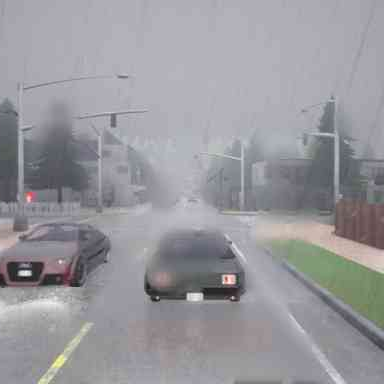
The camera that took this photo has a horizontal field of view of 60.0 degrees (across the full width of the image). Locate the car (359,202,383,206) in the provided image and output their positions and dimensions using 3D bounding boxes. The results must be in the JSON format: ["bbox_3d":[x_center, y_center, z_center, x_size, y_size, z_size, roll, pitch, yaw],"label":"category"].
[{"bbox_3d":[15.313,1.582,29.278,4.718,1.301,1.895,0,0,-8],"label":"car"}]

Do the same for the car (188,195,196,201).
[{"bbox_3d":[0.039,1.478,81.486,1.882,1.535,5.008,0,0,0],"label":"car"}]

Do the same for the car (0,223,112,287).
[{"bbox_3d":[-3.596,1.564,9.156,1.994,1.385,4.181,0,0,0],"label":"car"}]

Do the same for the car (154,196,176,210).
[{"bbox_3d":[-3.578,1.352,42.005,2.097,1.767,4.553,0,0,0],"label":"car"}]

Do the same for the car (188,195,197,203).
[{"bbox_3d":[0.037,1.595,71.450,1.895,1.301,4.718,0,0,0],"label":"car"}]

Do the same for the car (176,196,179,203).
[{"bbox_3d":[-3.566,1.525,53.745,1.812,1.442,4.674,0,0,0],"label":"car"}]

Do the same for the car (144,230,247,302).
[{"bbox_3d":[0.072,1.601,8.219,1.895,1.301,4.718,0,0,0],"label":"car"}]
